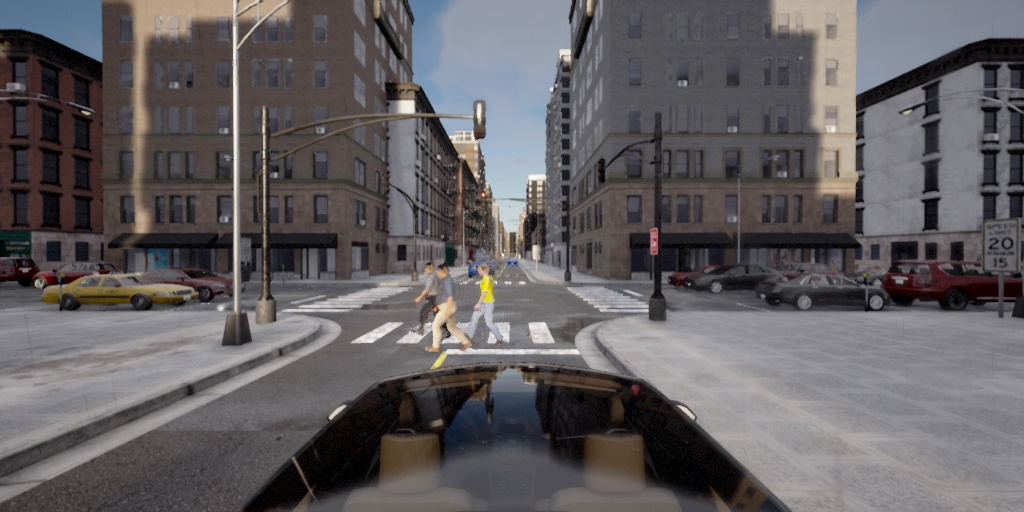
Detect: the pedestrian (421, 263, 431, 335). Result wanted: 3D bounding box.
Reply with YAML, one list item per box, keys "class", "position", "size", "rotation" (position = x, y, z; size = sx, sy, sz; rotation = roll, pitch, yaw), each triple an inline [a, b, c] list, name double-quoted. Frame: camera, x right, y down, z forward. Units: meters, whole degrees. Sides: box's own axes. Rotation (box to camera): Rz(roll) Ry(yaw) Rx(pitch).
- class: "pedestrian"
  position: [-1.877, 1.034, 8.543]
  size: [0.375, 1.860, 0.375]
  rotation: [0, 0, 0]

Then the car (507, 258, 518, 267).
- class: "car"
  position: [0.110, 1.160, 63.210]
  size: [1.882, 1.535, 5.008]
  rotation: [0, 0, 0]

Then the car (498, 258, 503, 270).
- class: "car"
  position: [-2.746, 1.257, 49.833]
  size: [1.994, 1.385, 4.181]
  rotation: [0, 0, 0]

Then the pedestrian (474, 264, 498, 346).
- class: "pedestrian"
  position: [-0.572, 1.035, 7.940]
  size: [0.375, 1.860, 0.375]
  rotation: [0, 0, 0]

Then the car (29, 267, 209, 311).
- class: "car"
  position: [-14.891, 1.277, 13.780]
  size: [4.829, 1.417, 1.751]
  rotation: [0, 0, 0]

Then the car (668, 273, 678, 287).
- class: "car"
  position: [11.806, 1.253, 21.735]
  size: [4.507, 1.381, 1.888]
  rotation: [0, 0, 0]

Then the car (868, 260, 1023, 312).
- class: "car"
  position: [17.194, 1.074, 13.696]
  size: [5.009, 1.841, 2.192]
  rotation: [0, 0, 0]

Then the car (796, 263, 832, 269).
- class: "car"
  position: [17.215, 1.149, 21.721]
  size: [4.097, 1.591, 1.967]
  rotation: [0, 0, 0]

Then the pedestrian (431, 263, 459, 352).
- class: "pedestrian"
  position: [-1.368, 1.036, 7.337]
  size: [0.375, 1.860, 0.375]
  rotation: [0, 0, 0]

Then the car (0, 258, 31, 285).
- class: "car"
  position: [-32.025, 1.013, 21.850]
  size: [5.009, 1.841, 2.192]
  rotation: [0, 0, 0]

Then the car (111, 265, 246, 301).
- class: "car"
  position: [-14.782, 1.262, 16.294]
  size: [4.674, 1.442, 1.812]
  rotation: [0, 0, 0]

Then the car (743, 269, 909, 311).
- class: "car"
  position: [11.785, 1.308, 13.710]
  size: [4.403, 1.370, 2.007]
  rotation: [0, 0, 0]

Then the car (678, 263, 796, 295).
- class: "car"
  position: [11.902, 1.224, 19.190]
  size: [4.892, 1.490, 1.837]
  rotation: [-1, 0, 0]

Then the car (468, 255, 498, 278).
- class: "car"
  position: [-2.789, 0.930, 33.837]
  size: [2.150, 2.045, 5.566]
  rotation: [0, 0, 0]

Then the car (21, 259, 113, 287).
- class: "car"
  position: [-26.363, 1.139, 21.835]
  size: [4.097, 1.591, 1.967]
  rotation: [0, 0, 0]
